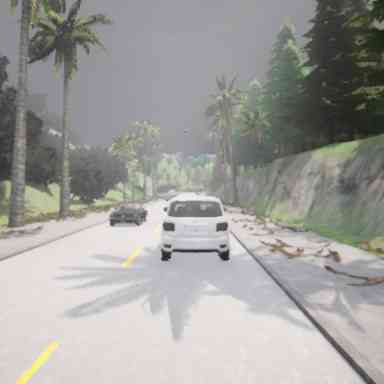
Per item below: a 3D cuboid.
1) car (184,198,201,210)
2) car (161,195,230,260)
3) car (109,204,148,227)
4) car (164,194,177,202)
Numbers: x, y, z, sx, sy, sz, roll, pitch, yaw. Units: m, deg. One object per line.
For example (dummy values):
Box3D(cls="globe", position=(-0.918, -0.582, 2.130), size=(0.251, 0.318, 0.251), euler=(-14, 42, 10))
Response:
Box3D(cls="car", position=(0.103, 1.378, 39.411), size=(1.895, 1.301, 4.718), euler=(0, 0, 0))
Box3D(cls="car", position=(0.102, 1.153, 12.233), size=(2.150, 2.045, 5.566), euler=(0, 1, 0))
Box3D(cls="car", position=(-4.096, 1.476, 21.994), size=(1.895, 1.301, 4.718), euler=(0, 0, 0))
Box3D(cls="car", position=(-4.039, 1.187, 63.320), size=(2.033, 1.411, 5.357), euler=(0, 0, 0))
